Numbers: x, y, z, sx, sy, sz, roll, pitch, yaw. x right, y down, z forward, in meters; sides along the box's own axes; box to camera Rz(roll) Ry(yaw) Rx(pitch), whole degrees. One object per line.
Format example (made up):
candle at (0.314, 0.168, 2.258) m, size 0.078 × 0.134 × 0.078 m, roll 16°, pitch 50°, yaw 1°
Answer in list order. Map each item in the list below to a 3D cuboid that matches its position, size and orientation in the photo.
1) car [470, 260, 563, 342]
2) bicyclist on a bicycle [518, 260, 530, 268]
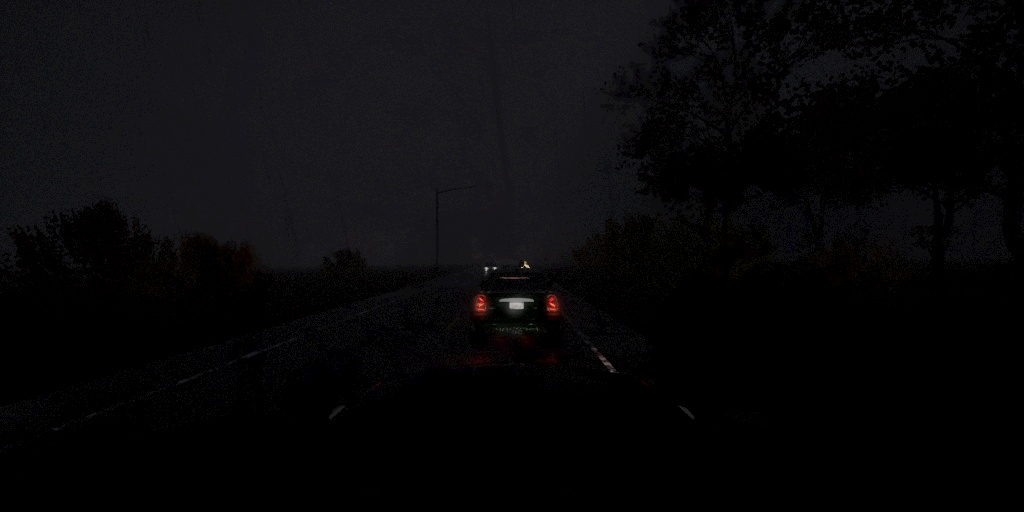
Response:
car at (0.107, 1.099, 9.913) m, size 2.097 × 1.767 × 4.553 m, roll 0°, pitch 0°, yaw 0°
bicyclist on a bicycle at (0.957, 1.177, 25.736) m, size 0.866 × 1.612 × 1.509 m, roll 0°, pitch 0°, yaw 1°
